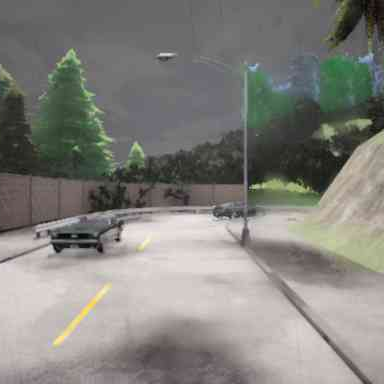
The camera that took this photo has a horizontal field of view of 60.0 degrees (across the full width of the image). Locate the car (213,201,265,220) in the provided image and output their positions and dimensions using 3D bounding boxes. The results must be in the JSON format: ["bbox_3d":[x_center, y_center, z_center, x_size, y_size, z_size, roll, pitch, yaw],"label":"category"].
[{"bbox_3d":[4.043,1.534,28.121,4.892,1.490,1.837,-1,-1,-32],"label":"car"}]

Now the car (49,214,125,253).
[{"bbox_3d":[-4.152,1.614,13.899,1.895,1.301,4.718,0,0,0],"label":"car"}]
